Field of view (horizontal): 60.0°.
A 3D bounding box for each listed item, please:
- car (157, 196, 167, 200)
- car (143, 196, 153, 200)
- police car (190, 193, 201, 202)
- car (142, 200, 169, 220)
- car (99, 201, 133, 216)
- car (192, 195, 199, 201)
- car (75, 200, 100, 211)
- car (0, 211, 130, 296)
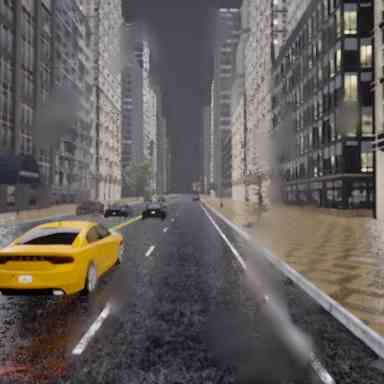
[{"bbox_3d":[-6.457,1.578,71.454,2.033,1.411,5.357,0,0,0],"label":"car"},{"bbox_3d":[-9.706,1.578,73.744,1.837,1.490,4.892,0,0,0],"label":"car"},{"bbox_3d":[1.021,1.587,78.089,1.930,1.638,5.238,0,0,0],"label":"police car"},{"bbox_3d":[-3.133,1.624,28.918,1.994,1.385,4.181,0,0,0],"label":"car"},{"bbox_3d":[-6.576,1.627,30.082,1.994,1.385,4.181,0,0,0],"label":"car"},{"bbox_3d":[1.027,1.639,88.172,1.801,1.575,5.366,0,0,0],"label":"car"},{"bbox_3d":[-9.824,1.573,32.446,1.837,1.490,4.892,0,0,0],"label":"car"},{"bbox_3d":[-3.135,1.496,8.759,1.882,1.535,5.008,0,0,0],"label":"car"}]
